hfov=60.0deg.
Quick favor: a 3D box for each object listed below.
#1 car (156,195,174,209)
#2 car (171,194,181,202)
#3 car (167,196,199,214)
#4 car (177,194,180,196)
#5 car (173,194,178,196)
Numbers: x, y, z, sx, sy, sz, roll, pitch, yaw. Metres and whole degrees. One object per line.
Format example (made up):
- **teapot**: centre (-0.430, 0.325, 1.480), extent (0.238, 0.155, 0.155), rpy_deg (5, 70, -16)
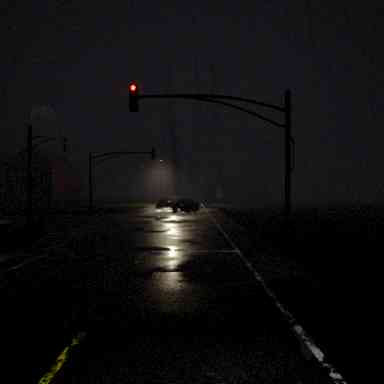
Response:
- **car**: centre (-3.596, 1.530, 44.493), extent (1.994, 1.385, 4.181), rpy_deg (0, 0, 0)
- **car**: centre (-3.510, 1.252, 74.146), extent (2.097, 1.767, 4.553), rpy_deg (0, 0, 0)
- **car**: centre (-0.603, 1.485, 35.308), extent (1.837, 1.490, 4.892), rpy_deg (2, 1, 17)
- **car**: centre (-3.564, 1.415, 63.263), extent (1.882, 1.535, 5.008), rpy_deg (0, 0, 0)
- **car**: centre (-3.587, 1.479, 53.153), extent (1.812, 1.442, 4.674), rpy_deg (0, 0, 0)
